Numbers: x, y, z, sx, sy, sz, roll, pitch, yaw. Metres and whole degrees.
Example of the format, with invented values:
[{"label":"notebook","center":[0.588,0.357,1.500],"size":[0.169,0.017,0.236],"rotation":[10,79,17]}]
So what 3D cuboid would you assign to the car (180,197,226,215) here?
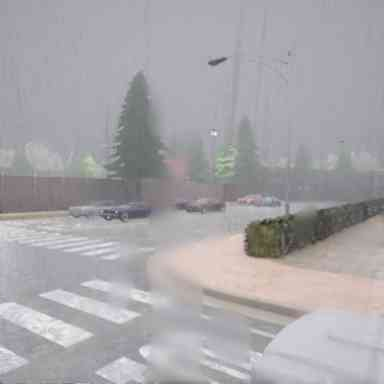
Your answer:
[{"label":"car","center":[1.342,1.258,31.482],"size":[1.882,1.535,5.008],"rotation":[1,1,36]}]

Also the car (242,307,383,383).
[{"label":"car","center":[2.709,1.615,2.080],"size":[4.718,1.301,1.895],"rotation":[1,1,37]}]

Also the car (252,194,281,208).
[{"label":"car","center":[10.028,1.310,43.248],"size":[1.812,1.442,4.674],"rotation":[1,1,37]}]

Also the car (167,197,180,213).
[{"label":"car","center":[-1.407,1.228,33.650],"size":[2.128,1.511,4.902],"rotation":[1,0,36]}]

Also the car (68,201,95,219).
[{"label":"car","center":[-7.123,1.335,25.793],"size":[1.895,1.301,4.718],"rotation":[1,1,36]}]

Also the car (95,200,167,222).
[{"label":"car","center":[-4.237,1.380,23.809],"size":[1.895,1.301,4.718],"rotation":[1,1,36]}]

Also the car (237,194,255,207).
[{"label":"car","center":[8.254,1.091,46.636],"size":[2.097,1.767,4.553],"rotation":[1,1,39]}]
